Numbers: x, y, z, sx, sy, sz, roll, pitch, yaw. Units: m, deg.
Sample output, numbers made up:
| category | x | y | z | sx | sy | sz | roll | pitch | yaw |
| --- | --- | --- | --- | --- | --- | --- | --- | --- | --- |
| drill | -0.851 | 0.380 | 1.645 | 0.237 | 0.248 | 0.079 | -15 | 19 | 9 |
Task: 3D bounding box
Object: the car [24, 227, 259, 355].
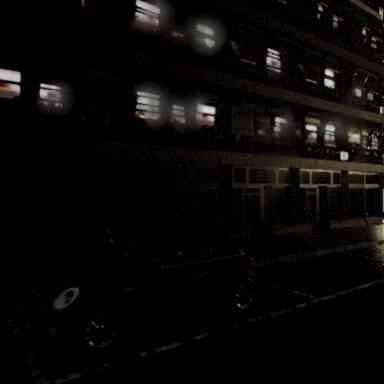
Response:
| category | x | y | z | sx | sy | sz | roll | pitch | yaw |
| --- | --- | --- | --- | --- | --- | --- | --- | --- | --- |
| car | -0.757 | 1.455 | 6.033 | 4.097 | 1.590 | 1.967 | 0 | -1 | -35 |
